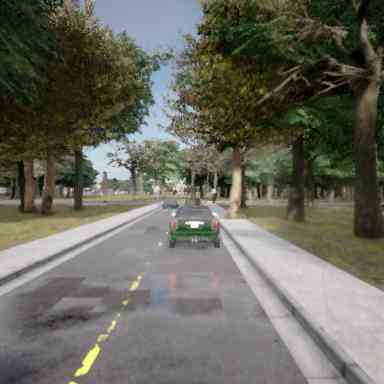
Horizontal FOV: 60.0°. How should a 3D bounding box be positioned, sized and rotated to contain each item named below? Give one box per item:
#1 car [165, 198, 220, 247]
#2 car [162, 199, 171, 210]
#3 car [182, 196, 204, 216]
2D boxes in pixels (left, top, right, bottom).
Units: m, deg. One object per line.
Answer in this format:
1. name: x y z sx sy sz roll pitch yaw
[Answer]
1. car: 0.102 1.355 15.203 2.097 1.767 4.553 0 0 0
2. car: -2.824 1.582 44.166 1.994 1.385 4.181 0 0 0
3. car: 0.105 1.361 33.126 2.097 1.767 4.553 0 0 0
